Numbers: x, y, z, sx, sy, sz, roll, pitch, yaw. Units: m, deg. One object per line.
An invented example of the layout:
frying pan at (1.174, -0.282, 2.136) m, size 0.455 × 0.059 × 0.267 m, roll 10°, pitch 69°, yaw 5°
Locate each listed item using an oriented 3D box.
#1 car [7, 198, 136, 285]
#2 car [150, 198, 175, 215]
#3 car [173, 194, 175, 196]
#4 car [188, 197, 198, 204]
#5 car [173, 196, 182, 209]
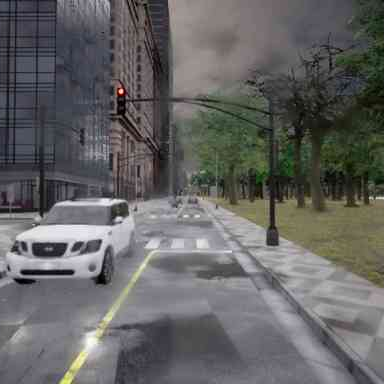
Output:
car at (-3.082, 1.230, 9.840) m, size 2.150 × 2.045 × 5.566 m, roll 0°, pitch 0°, yaw 0°
car at (-3.042, 1.587, 34.218) m, size 1.812 × 1.442 × 4.674 m, roll 0°, pitch 0°, yaw 0°
car at (-2.928, 1.687, 65.072) m, size 1.837 × 1.490 × 4.892 m, roll 0°, pitch 0°, yaw 1°
car at (0.217, 1.690, 68.668) m, size 2.128 × 1.511 × 4.902 m, roll 0°, pitch 0°, yaw 0°
car at (-3.016, 1.662, 48.870) m, size 2.033 × 1.411 × 5.357 m, roll 0°, pitch 0°, yaw 0°
